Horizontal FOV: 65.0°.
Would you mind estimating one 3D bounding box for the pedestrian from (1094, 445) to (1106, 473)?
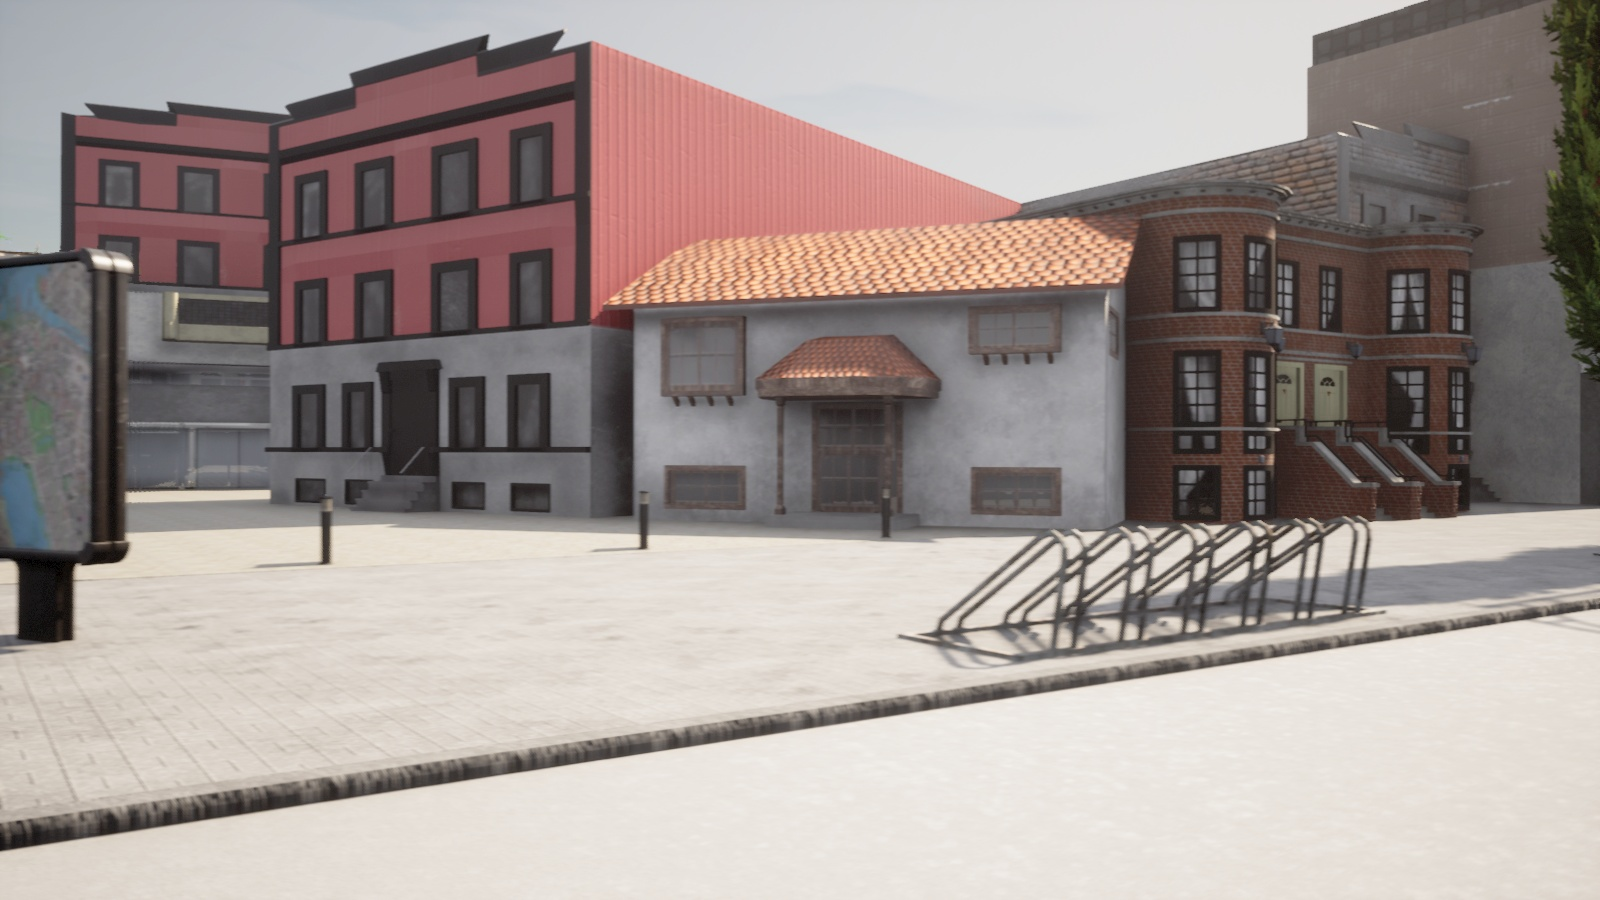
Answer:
[{"bbox_3d":[21.138,0.617,88.413,0.396,1.930,0.692,0,0,-36],"label":"pedestrian"}]
